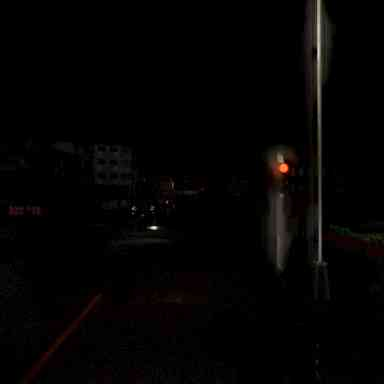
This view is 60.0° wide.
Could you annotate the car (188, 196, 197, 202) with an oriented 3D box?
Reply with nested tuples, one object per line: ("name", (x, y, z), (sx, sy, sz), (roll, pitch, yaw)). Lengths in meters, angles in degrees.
("car", (0.103, 1.577, 76.920), (1.895, 1.301, 4.718), (0, 0, 0))

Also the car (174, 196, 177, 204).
("car", (-3.953, 1.486, 65.086), (2.128, 1.511, 4.902), (0, 0, 1))

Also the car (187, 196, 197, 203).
("car", (0.089, 1.542, 66.325), (2.033, 1.411, 5.357), (0, 0, 0))

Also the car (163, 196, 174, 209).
("car", (-4.031, 1.347, 46.213), (2.097, 1.767, 4.553), (0, 0, 0))

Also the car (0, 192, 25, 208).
("car", (-19.711, 0.983, 35.126), (1.905, 1.878, 3.866), (0, 0, 35))

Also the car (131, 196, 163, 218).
("car", (-4.059, 1.349, 29.655), (2.097, 1.767, 4.553), (0, 0, 0))
